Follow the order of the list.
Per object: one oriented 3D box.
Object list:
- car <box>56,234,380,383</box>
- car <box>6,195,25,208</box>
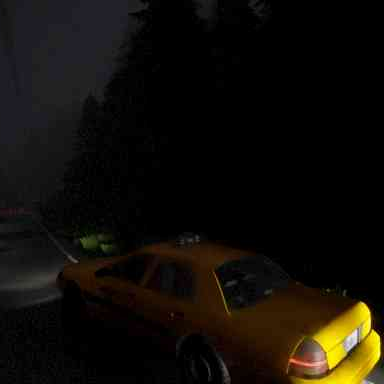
[{"bbox_3d":[-0.258,1.418,5.071,5.366,1.575,1.801,1,1,44],"label":"car"},{"bbox_3d":[-21.213,1.058,40.009,2.128,1.511,4.902,-2,2,-27],"label":"car"}]
